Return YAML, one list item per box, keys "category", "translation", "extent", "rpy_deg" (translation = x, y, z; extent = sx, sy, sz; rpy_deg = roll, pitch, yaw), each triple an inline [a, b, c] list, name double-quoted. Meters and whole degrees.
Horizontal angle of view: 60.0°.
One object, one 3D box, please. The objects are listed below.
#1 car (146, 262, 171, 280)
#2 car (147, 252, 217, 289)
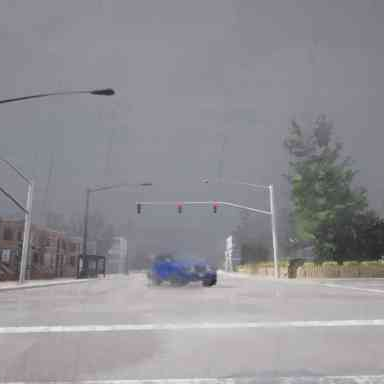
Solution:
- category: "car"
  translation: [-3.471, 8.372, 35.224]
  extent: [2.097, 1.767, 4.553]
  rpy_deg: [-1, -13, 0]
- category: "car"
  translation: [-0.677, 4.525, 19.597]
  extent: [2.150, 2.045, 5.566]
  rpy_deg: [4, -14, -25]
